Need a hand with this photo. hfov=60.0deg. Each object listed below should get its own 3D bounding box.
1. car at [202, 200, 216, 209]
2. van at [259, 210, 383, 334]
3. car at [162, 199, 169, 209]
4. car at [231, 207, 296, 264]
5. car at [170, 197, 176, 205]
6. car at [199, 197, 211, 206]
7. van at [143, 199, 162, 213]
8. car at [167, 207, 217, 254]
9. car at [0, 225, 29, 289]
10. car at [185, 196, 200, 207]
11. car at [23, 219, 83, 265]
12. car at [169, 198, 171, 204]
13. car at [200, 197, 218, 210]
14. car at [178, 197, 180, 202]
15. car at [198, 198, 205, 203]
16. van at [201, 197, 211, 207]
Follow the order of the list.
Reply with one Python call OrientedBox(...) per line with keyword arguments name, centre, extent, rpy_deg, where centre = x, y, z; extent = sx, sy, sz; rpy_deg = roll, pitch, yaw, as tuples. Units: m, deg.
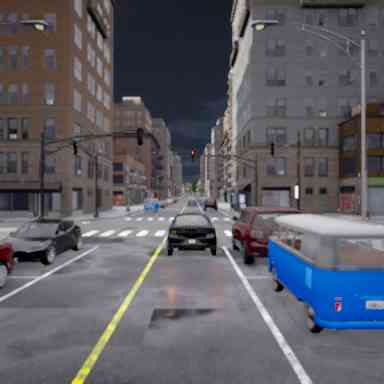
OrientedBox(name="car", centre=(2.739, 2.078, 54.933), extent=(2.008, 1.369, 4.403), rpy_deg=(0, -1, 0))
OrientedBox(name="van", centre=(2.641, 1.407, 6.649), extent=(1.690, 1.788, 3.998), rpy_deg=(0, -1, 0))
OrientedBox(name="car", centre=(-5.366, 2.093, 54.938), extent=(1.947, 1.339, 4.313), rpy_deg=(0, -1, 0))
OrientedBox(name="car", centre=(2.645, 1.435, 12.160), extent=(2.192, 1.841, 5.009), rpy_deg=(0, -1, 0))
OrientedBox(name="car", centre=(-5.345, 2.256, 76.393), extent=(1.752, 1.417, 4.829), rpy_deg=(0, -1, 0))
OrientedBox(name="car", centre=(2.735, 1.996, 71.154), extent=(2.192, 1.841, 5.009), rpy_deg=(0, -1, 0))
OrientedBox(name="van", centre=(-5.377, 1.766, 44.128), extent=(1.690, 1.788, 3.998), rpy_deg=(0, -1, 0))
OrientedBox(name="car", centre=(-0.024, 1.617, 14.213), extent=(1.882, 1.535, 5.008), rpy_deg=(0, 0, -1))
OrientedBox(name="car", centre=(-5.384, 1.611, 6.653), extent=(1.887, 1.381, 4.507), rpy_deg=(0, -1, 0))
OrientedBox(name="car", centre=(0.064, 2.120, 65.474), extent=(2.128, 1.511, 4.902), rpy_deg=(0, 0, 0))
OrientedBox(name="car", centre=(-5.380, 1.685, 12.163), extent=(1.947, 1.339, 4.313), rpy_deg=(0, -1, 0))
OrientedBox(name="car", centre=(-5.361, 2.123, 60.344), extent=(1.887, 1.381, 4.507), rpy_deg=(0, -1, 0))
OrientedBox(name="car", centre=(2.740, 1.791, 49.529), extent=(2.192, 1.841, 5.009), rpy_deg=(0, -1, 0))
OrientedBox(name="car", centre=(-5.329, 2.200, 92.782), extent=(2.192, 1.841, 5.009), rpy_deg=(0, -1, 0))
OrientedBox(name="car", centre=(2.731, 2.412, 92.946), extent=(1.752, 1.417, 4.829), rpy_deg=(0, -1, 0))
OrientedBox(name="van", centre=(2.737, 1.971, 65.747), extent=(1.690, 1.788, 3.998), rpy_deg=(0, -1, 0))
